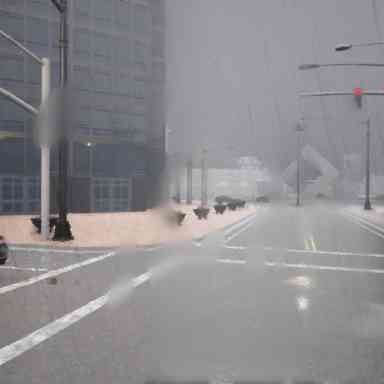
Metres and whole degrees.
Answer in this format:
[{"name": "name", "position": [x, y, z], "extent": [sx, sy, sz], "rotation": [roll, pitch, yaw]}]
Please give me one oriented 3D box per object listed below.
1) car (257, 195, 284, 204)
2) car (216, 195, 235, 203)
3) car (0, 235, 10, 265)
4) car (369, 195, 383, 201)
[{"name": "car", "position": [13.968, 1.329, 59.597], "extent": [4.892, 1.490, 1.837], "rotation": [0, 1, 41]}, {"name": "car", "position": [6.406, 1.336, 62.989], "extent": [1.994, 1.385, 4.181], "rotation": [0, 0, -32]}, {"name": "car", "position": [-7.014, 1.460, 8.395], "extent": [4.902, 1.511, 2.128], "rotation": [0, 0, 17]}, {"name": "car", "position": [45.468, 1.440, 80.371], "extent": [2.033, 1.411, 5.357], "rotation": [0, 0, -27]}]
